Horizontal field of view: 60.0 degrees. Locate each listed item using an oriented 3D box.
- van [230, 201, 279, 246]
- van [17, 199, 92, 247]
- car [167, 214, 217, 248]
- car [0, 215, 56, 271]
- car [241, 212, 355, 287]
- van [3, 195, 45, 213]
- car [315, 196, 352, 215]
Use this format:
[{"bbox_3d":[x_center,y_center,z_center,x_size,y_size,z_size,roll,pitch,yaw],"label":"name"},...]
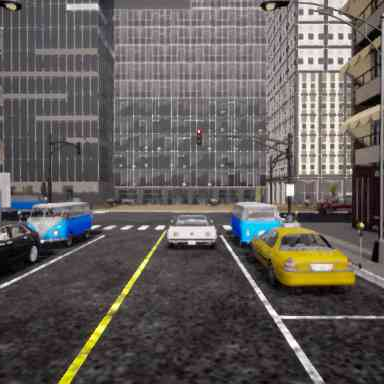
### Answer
[{"bbox_3d":[2.677,1.336,14.604,1.690,1.788,3.998,-1,0,0],"label":"van"},{"bbox_3d":[-5.703,1.336,14.633,1.690,1.788,3.998,-1,0,0],"label":"van"},{"bbox_3d":[0.000,1.613,14.682,1.895,1.301,4.718,0,0,0],"label":"car"},{"bbox_3d":[-5.701,1.547,9.032,2.008,1.369,4.403,-1,0,0],"label":"car"},{"bbox_3d":[2.680,1.522,9.173,1.752,1.417,4.829,-1,0,0],"label":"car"},{"bbox_3d":[-17.152,1.199,34.128,3.998,1.788,1.690,0,1,0],"label":"van"},{"bbox_3d":[15.238,1.337,33.935,5.009,1.841,2.192,0,1,0],"label":"car"}]
